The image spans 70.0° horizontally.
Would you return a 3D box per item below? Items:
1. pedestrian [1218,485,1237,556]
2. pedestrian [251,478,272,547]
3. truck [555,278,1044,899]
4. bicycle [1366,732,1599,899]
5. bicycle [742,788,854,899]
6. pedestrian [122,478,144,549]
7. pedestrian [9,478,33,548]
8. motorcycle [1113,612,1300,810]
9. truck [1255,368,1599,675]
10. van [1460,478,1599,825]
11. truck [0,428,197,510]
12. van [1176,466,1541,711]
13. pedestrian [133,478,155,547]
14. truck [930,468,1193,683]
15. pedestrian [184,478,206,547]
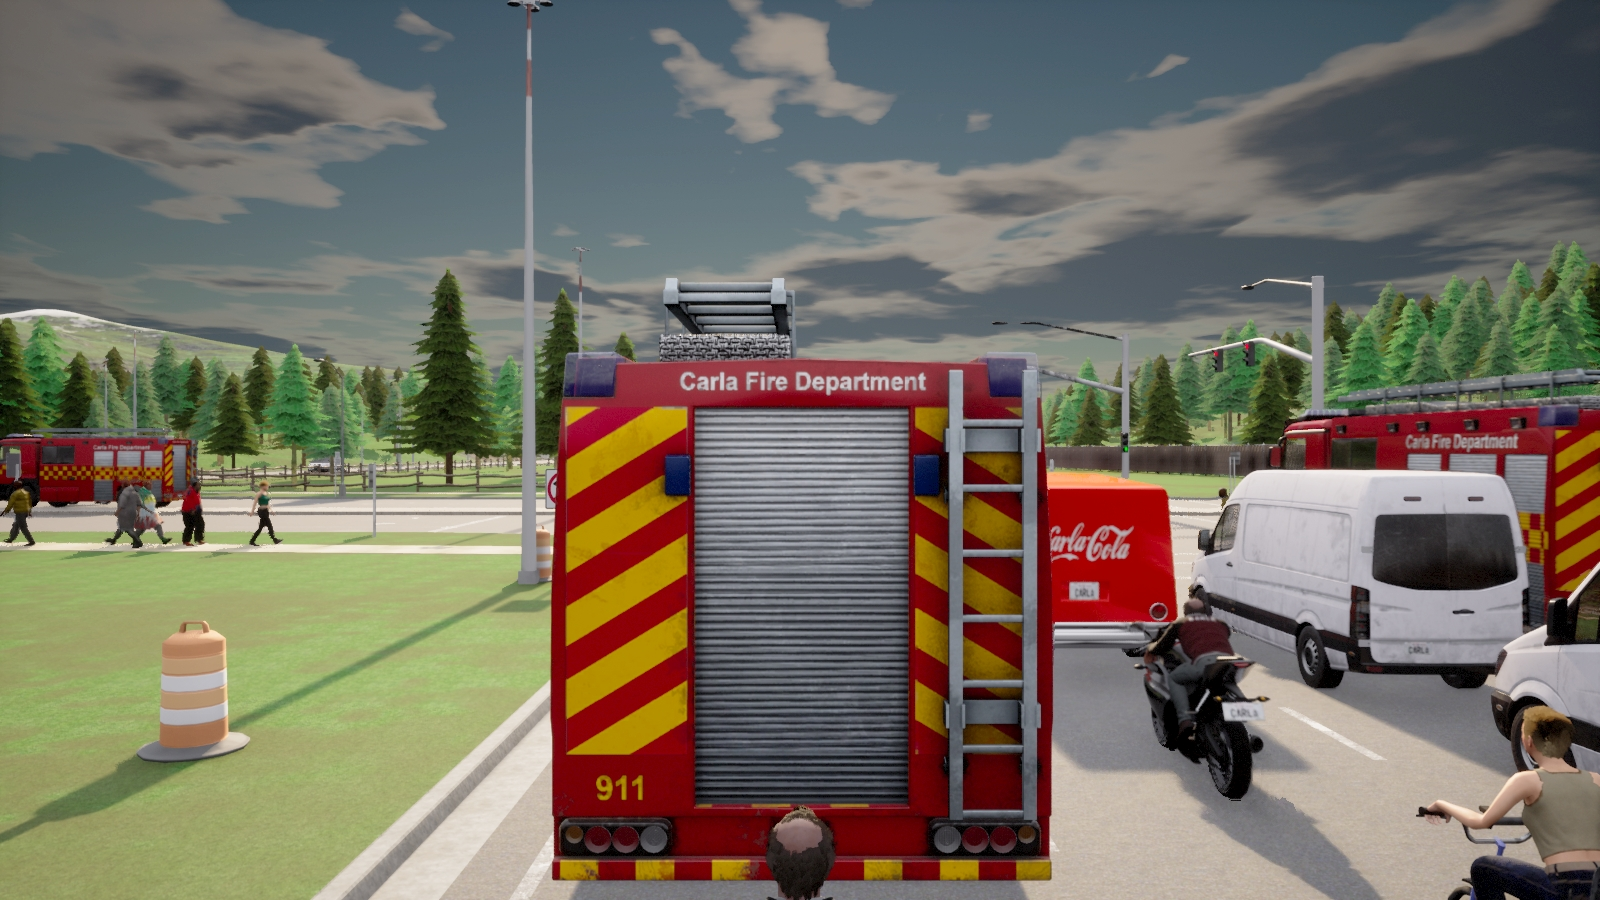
[{"bbox_3d":[11.280,1.849,30.149,0.375,1.860,0.375,0,0,0],"label":"pedestrian"},{"bbox_3d":[-14.606,1.696,30.993,0.375,1.860,0.375,0,0,6],"label":"pedestrian"},{"bbox_3d":[-0.004,0.891,10.996,2.891,3.827,8.468,0,0,0],"label":"truck"},{"bbox_3d":[3.482,2.158,5.416,0.859,1.277,1.487,0,0,0],"label":"bicycle"},{"bbox_3d":[-0.006,2.060,3.542,0.329,1.471,1.835,0,0,0],"label":"bicycle"},{"bbox_3d":[-17.826,1.696,30.544,0.375,1.860,0.375,0,0,3],"label":"pedestrian"},{"bbox_3d":[-21.035,1.696,30.841,0.375,1.860,0.375,0,0,6],"label":"pedestrian"},{"bbox_3d":[3.492,2.205,10.068,0.867,1.251,2.209,0,0,0],"label":"motorcycle"},{"bbox_3d":[10.497,0.891,18.490,2.891,3.827,8.468,0,0,0],"label":"truck"},{"bbox_3d":[6.995,1.534,7.434,1.988,2.561,5.915,0,0,0],"label":"van"},{"bbox_3d":[-34.171,0.891,55.274,8.468,3.827,2.891,0,0,1],"label":"truck"},{"bbox_3d":[6.998,1.534,15.273,1.988,2.561,5.915,0,0,0],"label":"van"},{"bbox_3d":[-17.947,1.697,31.263,0.375,1.860,0.375,0,0,2],"label":"pedestrian"},{"bbox_3d":[3.510,1.584,16.655,2.627,2.467,5.204,0,1,0],"label":"truck"},{"bbox_3d":[-16.503,1.696,31.165,0.375,1.860,0.375,0,0,3],"label":"pedestrian"}]
